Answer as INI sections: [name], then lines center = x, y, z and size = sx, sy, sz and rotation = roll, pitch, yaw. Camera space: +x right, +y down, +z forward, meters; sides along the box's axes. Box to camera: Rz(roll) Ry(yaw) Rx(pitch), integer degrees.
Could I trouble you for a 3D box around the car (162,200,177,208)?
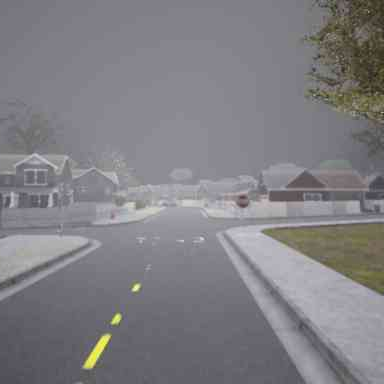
[car]
center = -4.707, 2.424, 69.793
size = 2.097, 1.767, 4.553
rotation = 1, -1, -23
